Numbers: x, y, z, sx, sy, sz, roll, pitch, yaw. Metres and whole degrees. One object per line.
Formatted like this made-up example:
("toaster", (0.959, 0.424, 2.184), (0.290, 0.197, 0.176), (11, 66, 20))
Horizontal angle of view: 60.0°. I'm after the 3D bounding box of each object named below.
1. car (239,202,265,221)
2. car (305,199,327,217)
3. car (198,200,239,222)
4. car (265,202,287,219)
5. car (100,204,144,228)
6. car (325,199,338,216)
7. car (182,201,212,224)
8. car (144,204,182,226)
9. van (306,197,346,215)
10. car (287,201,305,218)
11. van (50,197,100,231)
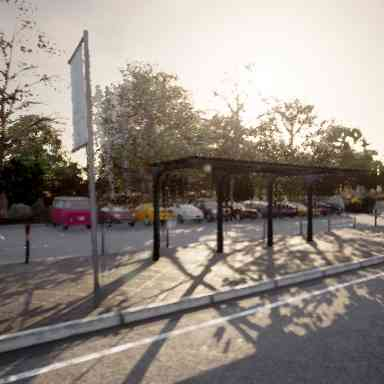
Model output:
("car", (3.613, 1.658, 29.298), (2.097, 1.535, 5.008), (1, 0, -36))
("car", (10.496, 1.730, 33.982), (1.946, 1.575, 5.366), (1, 0, -36))
("car", (1.341, 1.508, 27.706), (2.185, 1.767, 4.553), (1, 0, -36))
("car", (5.877, 1.684, 30.902), (2.231, 1.521, 4.892), (1, 0, -36))
("car", (-5.415, 1.601, 22.834), (2.002, 1.452, 4.674), (1, 0, -36))
("car", (12.630, 1.788, 35.772), (2.163, 1.488, 4.792), (1, 0, -36))
("car", (-0.899, 1.649, 26.063), (2.002, 1.452, 4.674), (1, 0, -36))
("car", (-3.155, 1.585, 24.447), (2.097, 1.535, 5.008), (1, 0, -36))
("van", (14.973, 1.558, 37.267), (1.878, 1.987, 4.442), (1, 0, -36))
("car", (8.114, 1.737, 32.544), (2.163, 1.488, 4.792), (1, 0, -36))
("van", (-7.741, 1.312, 21.319), (1.878, 1.987, 4.442), (1, 0, -36))
